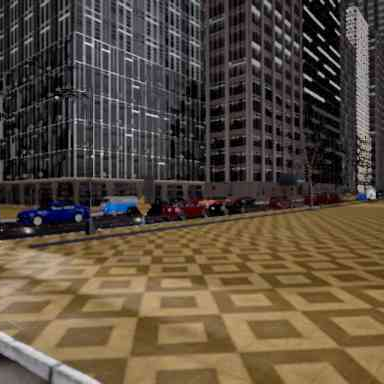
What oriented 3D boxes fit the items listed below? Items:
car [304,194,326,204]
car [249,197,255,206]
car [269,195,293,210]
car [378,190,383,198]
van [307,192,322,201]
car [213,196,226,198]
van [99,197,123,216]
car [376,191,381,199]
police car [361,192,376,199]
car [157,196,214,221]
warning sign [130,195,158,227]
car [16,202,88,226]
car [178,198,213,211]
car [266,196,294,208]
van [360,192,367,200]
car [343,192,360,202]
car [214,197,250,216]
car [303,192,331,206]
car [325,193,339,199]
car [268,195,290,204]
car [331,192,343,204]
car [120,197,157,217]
[{"bbox_3d":[20.425,1.165,55.301,1.837,1.490,4.892,0,0,40],"label":"car"},{"bbox_3d":[7.834,1.366,49.415,1.947,1.339,4.313,0,1,40],"label":"car"},{"bbox_3d":[10.522,1.387,39.638,1.802,1.307,4.206,0,1,40],"label":"car"},{"bbox_3d":[47.369,0.867,82.979,2.008,1.369,4.403,0,1,40],"label":"car"},{"bbox_3d":[26.258,0.896,71.084,1.690,1.788,3.998,0,1,40],"label":"van"},{"bbox_3d":[2.554,1.235,39.168,2.097,1.767,4.553,0,0,42],"label":"car"},{"bbox_3d":[-6.996,1.339,32.157,1.690,1.788,3.998,0,1,40],"label":"van"},{"bbox_3d":[40.000,0.963,74.310,2.008,1.369,4.403,0,1,40],"label":"car"},{"bbox_3d":[42.553,0.796,80.088,1.930,1.638,5.238,0,0,40],"label":"police car"},{"bbox_3d":[-0.438,1.392,26.557,1.967,1.590,4.097,0,1,40],"label":"car"},{"bbox_3d":[-2.926,1.112,20.175,1.300,1.860,1.060,-1,-1,40],"label":"warning sign"},{"bbox_3d":[-10.103,1.530,24.326,1.882,1.535,5.008,0,0,40],"label":"car"},{"bbox_3d":[0.459,1.443,40.754,1.887,1.381,4.507,0,1,40],"label":"car"},{"bbox_3d":[12.102,1.274,45.505,1.837,1.490,4.892,0,0,40],"label":"car"},{"bbox_3d":[36.315,0.802,69.975,1.690,1.788,3.998,0,1,40],"label":"van"},{"bbox_3d":[29.056,1.083,61.437,1.752,1.417,4.829,0,1,40],"label":"car"},{"bbox_3d":[3.204,1.469,30.928,1.947,1.339,4.313,0,1,40],"label":"car"},{"bbox_3d":[17.891,1.021,48.304,2.192,1.841,5.009,0,1,40],"label":"car"},{"bbox_3d":[33.629,1.023,79.755,1.947,1.339,4.313,0,1,40],"label":"car"},{"bbox_3d":[15.204,1.268,58.083,1.947,1.339,4.313,0,1,40],"label":"car"},{"bbox_3d":[21.575,0.972,52.638,2.192,1.841,5.009,0,1,40],"label":"car"},{"bbox_3d":[-3.971,1.448,31.538,1.882,1.535,5.008,0,0,40],"label":"car"}]
